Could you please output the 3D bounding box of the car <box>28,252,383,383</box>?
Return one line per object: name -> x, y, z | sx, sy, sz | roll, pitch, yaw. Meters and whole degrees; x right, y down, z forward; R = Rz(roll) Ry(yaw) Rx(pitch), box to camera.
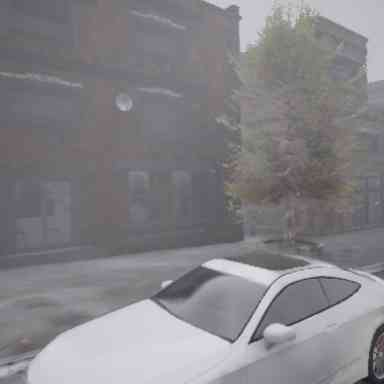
car -> 0.662, 1.524, 3.850 | 4.674, 1.442, 1.812 | 0, 0, -36
